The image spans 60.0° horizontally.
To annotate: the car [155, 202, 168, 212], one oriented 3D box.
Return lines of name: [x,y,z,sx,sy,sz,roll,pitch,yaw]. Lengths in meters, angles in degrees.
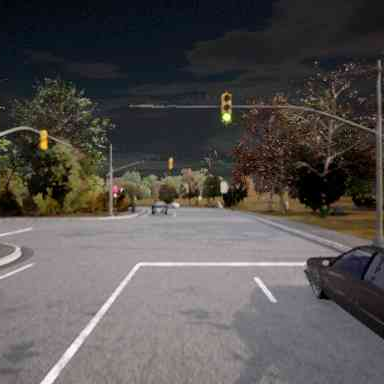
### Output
car: [-4.789,2.295,51.561,1.882,1.535,5.008,0,-2,-7]

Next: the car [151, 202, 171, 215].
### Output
car: [-4.010,2.044,41.258,2.128,1.511,4.902,0,-1,-3]

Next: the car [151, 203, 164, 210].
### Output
car: [-6.718,2.813,64.531,1.994,1.385,4.181,0,-2,-11]

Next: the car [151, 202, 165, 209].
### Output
car: [-8.357,3.308,81.919,1.882,1.535,5.008,0,-2,-25]

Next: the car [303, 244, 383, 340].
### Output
car: [3.602,1.615,5.622,2.033,1.411,5.357,0,-1,0]

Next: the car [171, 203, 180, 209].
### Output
car: [-4.488,3.318,81.722,1.812,1.442,4.674,0,-2,-22]
